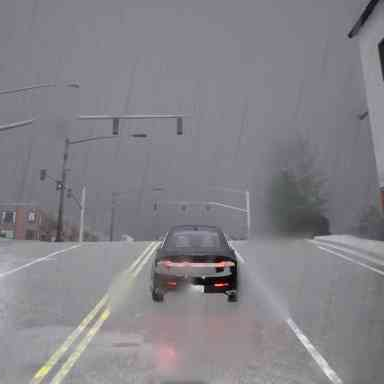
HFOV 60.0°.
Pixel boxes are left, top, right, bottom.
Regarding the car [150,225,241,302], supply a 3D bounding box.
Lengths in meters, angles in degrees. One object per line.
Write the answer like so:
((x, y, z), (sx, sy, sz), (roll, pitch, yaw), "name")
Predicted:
((0.089, 1.595, 8.524), (2.128, 1.511, 4.902), (0, -1, 0), "car")
